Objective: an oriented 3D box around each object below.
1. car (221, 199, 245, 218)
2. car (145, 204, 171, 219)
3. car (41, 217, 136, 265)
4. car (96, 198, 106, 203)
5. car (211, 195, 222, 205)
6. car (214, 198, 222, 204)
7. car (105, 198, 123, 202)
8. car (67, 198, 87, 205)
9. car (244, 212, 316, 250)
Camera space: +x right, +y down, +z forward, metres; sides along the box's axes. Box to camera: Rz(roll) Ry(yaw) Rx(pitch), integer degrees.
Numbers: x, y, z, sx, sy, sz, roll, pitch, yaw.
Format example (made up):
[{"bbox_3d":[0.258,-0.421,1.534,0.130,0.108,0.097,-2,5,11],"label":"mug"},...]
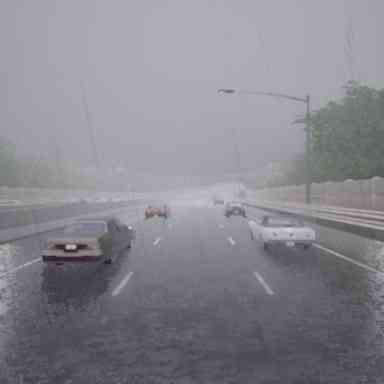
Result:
[{"bbox_3d":[4.081,1.680,32.300,1.812,1.442,4.674,0,0,2],"label":"car"},{"bbox_3d":[-2.985,1.731,30.054,1.895,1.301,4.718,0,0,1],"label":"car"},{"bbox_3d":[-3.327,1.584,11.733,2.033,1.411,5.357,0,0,1],"label":"car"},{"bbox_3d":[-15.958,1.864,60.254,1.812,1.442,4.674,0,-1,3],"label":"car"},{"bbox_3d":[5.693,1.863,70.858,2.097,1.767,4.553,0,-1,4],"label":"car"},{"bbox_3d":[6.411,2.226,81.758,1.994,1.385,4.181,0,-1,4],"label":"car"},{"bbox_3d":[-12.666,1.837,56.483,1.812,1.442,4.674,0,-1,3],"label":"car"},{"bbox_3d":[-19.652,1.777,56.799,1.882,1.535,5.008,0,0,3],"label":"car"},{"bbox_3d":[3.711,1.655,14.632,1.895,1.301,4.718,0,0,1],"label":"car"}]
